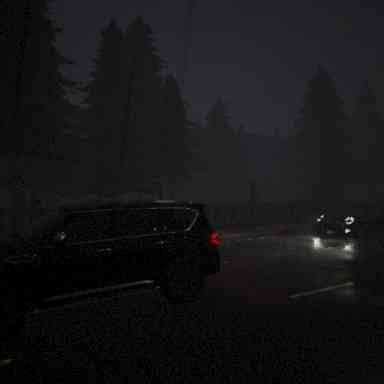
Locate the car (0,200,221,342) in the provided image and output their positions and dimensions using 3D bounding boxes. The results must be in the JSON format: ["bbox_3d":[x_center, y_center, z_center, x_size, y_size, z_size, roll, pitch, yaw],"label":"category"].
[{"bbox_3d":[-1.996,1.206,6.666,5.566,2.045,2.150,0,0,-33],"label":"car"}]

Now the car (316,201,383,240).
[{"bbox_3d":[8.433,1.299,16.806,4.553,1.767,2.097,0,0,-30],"label":"car"}]
